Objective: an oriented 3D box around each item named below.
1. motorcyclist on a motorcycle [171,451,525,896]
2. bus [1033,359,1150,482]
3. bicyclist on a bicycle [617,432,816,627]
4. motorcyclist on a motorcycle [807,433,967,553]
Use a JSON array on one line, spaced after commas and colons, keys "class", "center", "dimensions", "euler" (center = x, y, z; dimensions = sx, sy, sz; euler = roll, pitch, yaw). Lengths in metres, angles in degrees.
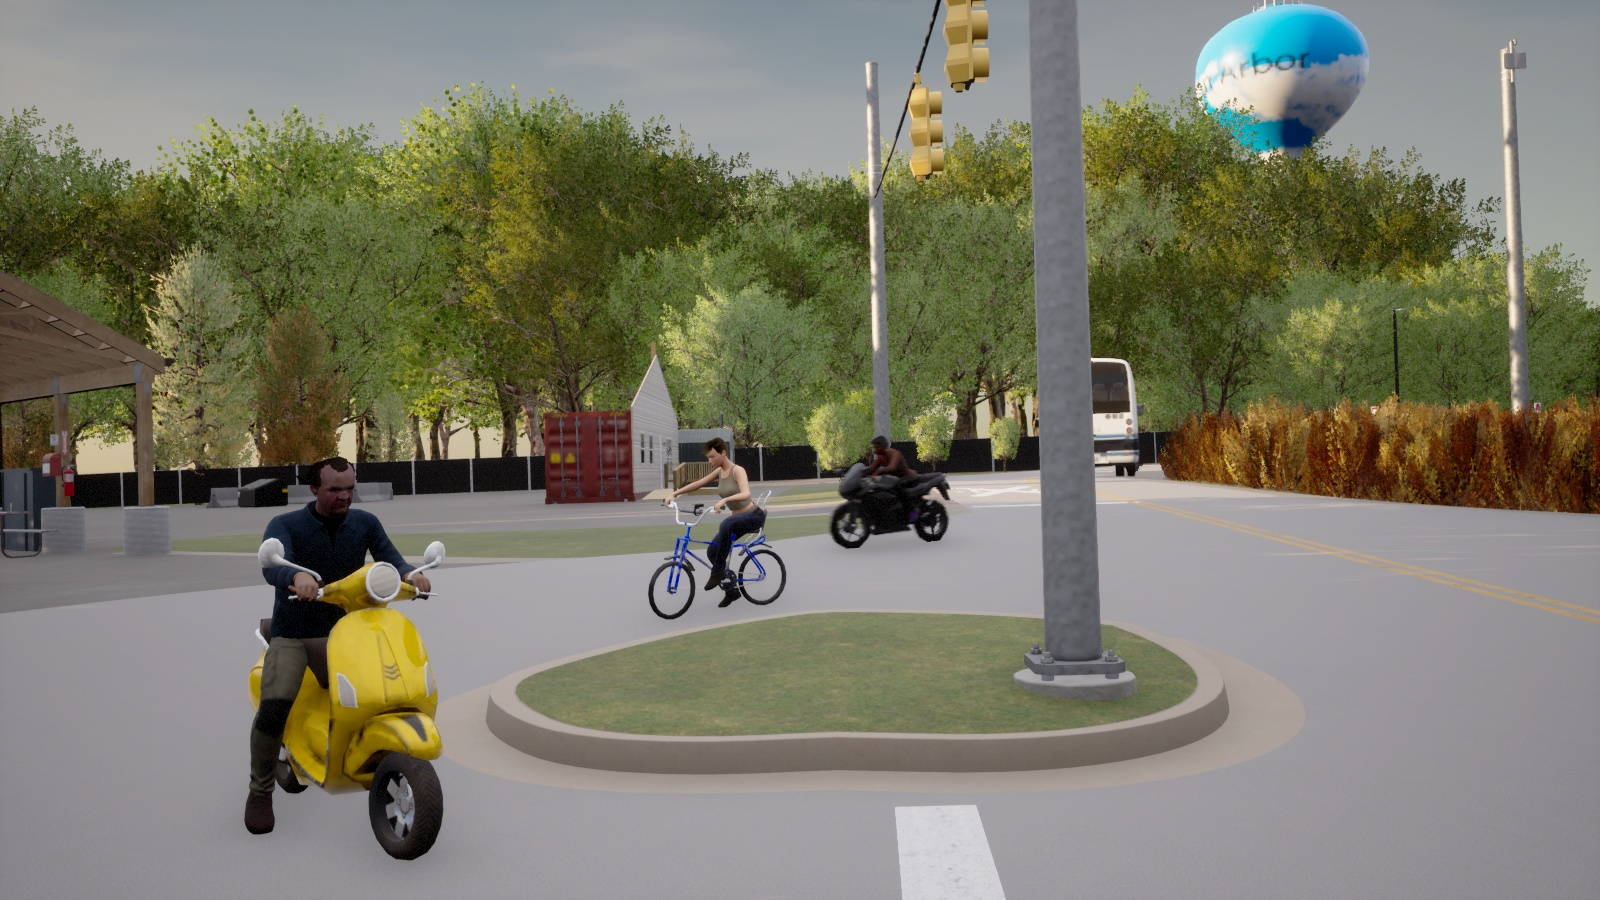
[{"class": "motorcyclist on a motorcycle", "center": [-2.031, 0.808, 5.478], "dimensions": [0.866, 1.590, 1.817], "euler": [0, 0, -40]}, {"class": "bus", "center": [11.672, -1.052, 49.504], "dimensions": [3.944, 4.253, 10.273], "euler": [-2, 0, 15]}, {"class": "bicyclist on a bicycle", "center": [-0.764, 0.689, 11.615], "dimensions": [1.509, 1.612, 0.866], "euler": [-4, 1, -33]}, {"class": "motorcyclist on a motorcycle", "center": [1.209, 0.571, 17.255], "dimensions": [2.044, 1.523, 0.797], "euler": [-2, -1, -33]}]
